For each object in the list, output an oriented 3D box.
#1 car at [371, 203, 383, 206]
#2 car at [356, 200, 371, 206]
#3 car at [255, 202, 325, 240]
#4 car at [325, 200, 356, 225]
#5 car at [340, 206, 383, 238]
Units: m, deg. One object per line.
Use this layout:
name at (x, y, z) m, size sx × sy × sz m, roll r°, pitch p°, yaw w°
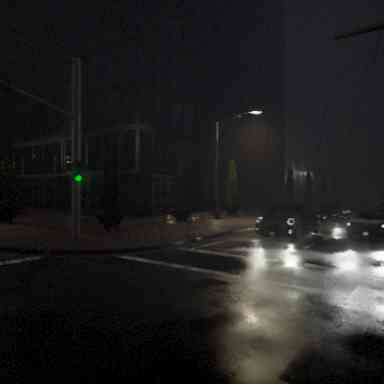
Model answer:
car at (14.909, 1.486, 24.714) m, size 1.882 × 1.535 × 5.008 m, roll 0°, pitch 0°, yaw 36°
car at (16.519, 1.539, 32.789) m, size 2.033 × 1.411 × 5.357 m, roll 0°, pitch 0°, yaw 36°
car at (5.018, 1.351, 17.204) m, size 2.097 × 1.767 × 4.553 m, roll 0°, pitch 0°, yaw 36°
car at (10.443, 1.500, 24.558) m, size 1.837 × 1.490 × 4.892 m, roll 0°, pitch 0°, yaw 37°
car at (9.281, 1.613, 17.092) m, size 1.895 × 1.301 × 4.718 m, roll 0°, pitch 0°, yaw 36°
